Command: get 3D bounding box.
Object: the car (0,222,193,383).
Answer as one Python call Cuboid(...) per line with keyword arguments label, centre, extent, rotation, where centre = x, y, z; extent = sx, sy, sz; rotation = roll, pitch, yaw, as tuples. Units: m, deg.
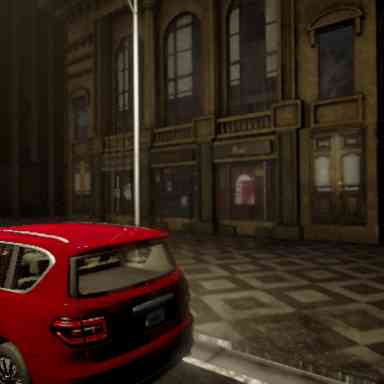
Cuboid(label="car", centre=(-2.310, 1.365, 4.720), extent=(5.009, 1.841, 2.192), rotation=(-1, 0, 35))
